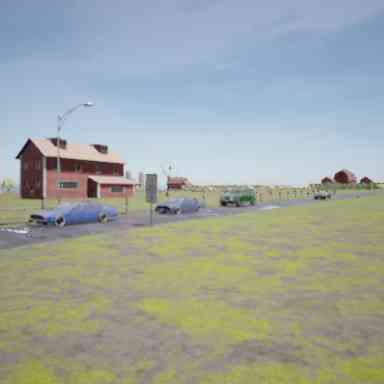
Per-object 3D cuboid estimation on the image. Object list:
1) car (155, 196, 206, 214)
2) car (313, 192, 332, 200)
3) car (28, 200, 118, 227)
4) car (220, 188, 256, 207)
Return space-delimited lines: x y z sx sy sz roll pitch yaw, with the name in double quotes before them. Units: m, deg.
"car" -0.864 1.081 29.121 2.033 1.411 5.357 1 1 36
"car" 21.780 0.654 55.322 1.895 1.301 4.718 1 1 36
"car" -7.108 1.235 20.568 2.033 1.411 5.357 1 1 37
"car" 5.318 0.602 37.621 2.150 2.045 5.566 1 1 36
